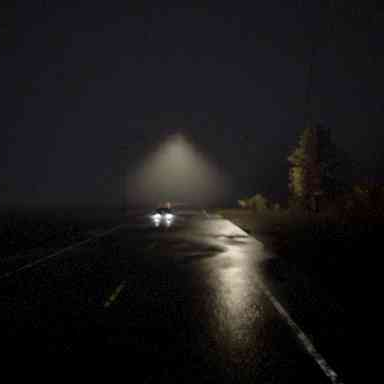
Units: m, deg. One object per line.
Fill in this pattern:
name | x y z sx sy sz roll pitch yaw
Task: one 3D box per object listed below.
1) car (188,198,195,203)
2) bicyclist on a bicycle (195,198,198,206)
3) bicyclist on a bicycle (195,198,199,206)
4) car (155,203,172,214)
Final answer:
car | 0.025 2.401 91.204 1.994 1.385 4.181 0 -1 0
bicyclist on a bicycle | 0.983 2.174 73.434 0.659 1.776 1.843 0 -1 0
bicyclist on a bicycle | 0.984 2.148 64.956 0.866 1.612 1.509 0 -1 0
car | -3.578 2.069 42.741 1.895 1.301 4.718 0 -1 0
